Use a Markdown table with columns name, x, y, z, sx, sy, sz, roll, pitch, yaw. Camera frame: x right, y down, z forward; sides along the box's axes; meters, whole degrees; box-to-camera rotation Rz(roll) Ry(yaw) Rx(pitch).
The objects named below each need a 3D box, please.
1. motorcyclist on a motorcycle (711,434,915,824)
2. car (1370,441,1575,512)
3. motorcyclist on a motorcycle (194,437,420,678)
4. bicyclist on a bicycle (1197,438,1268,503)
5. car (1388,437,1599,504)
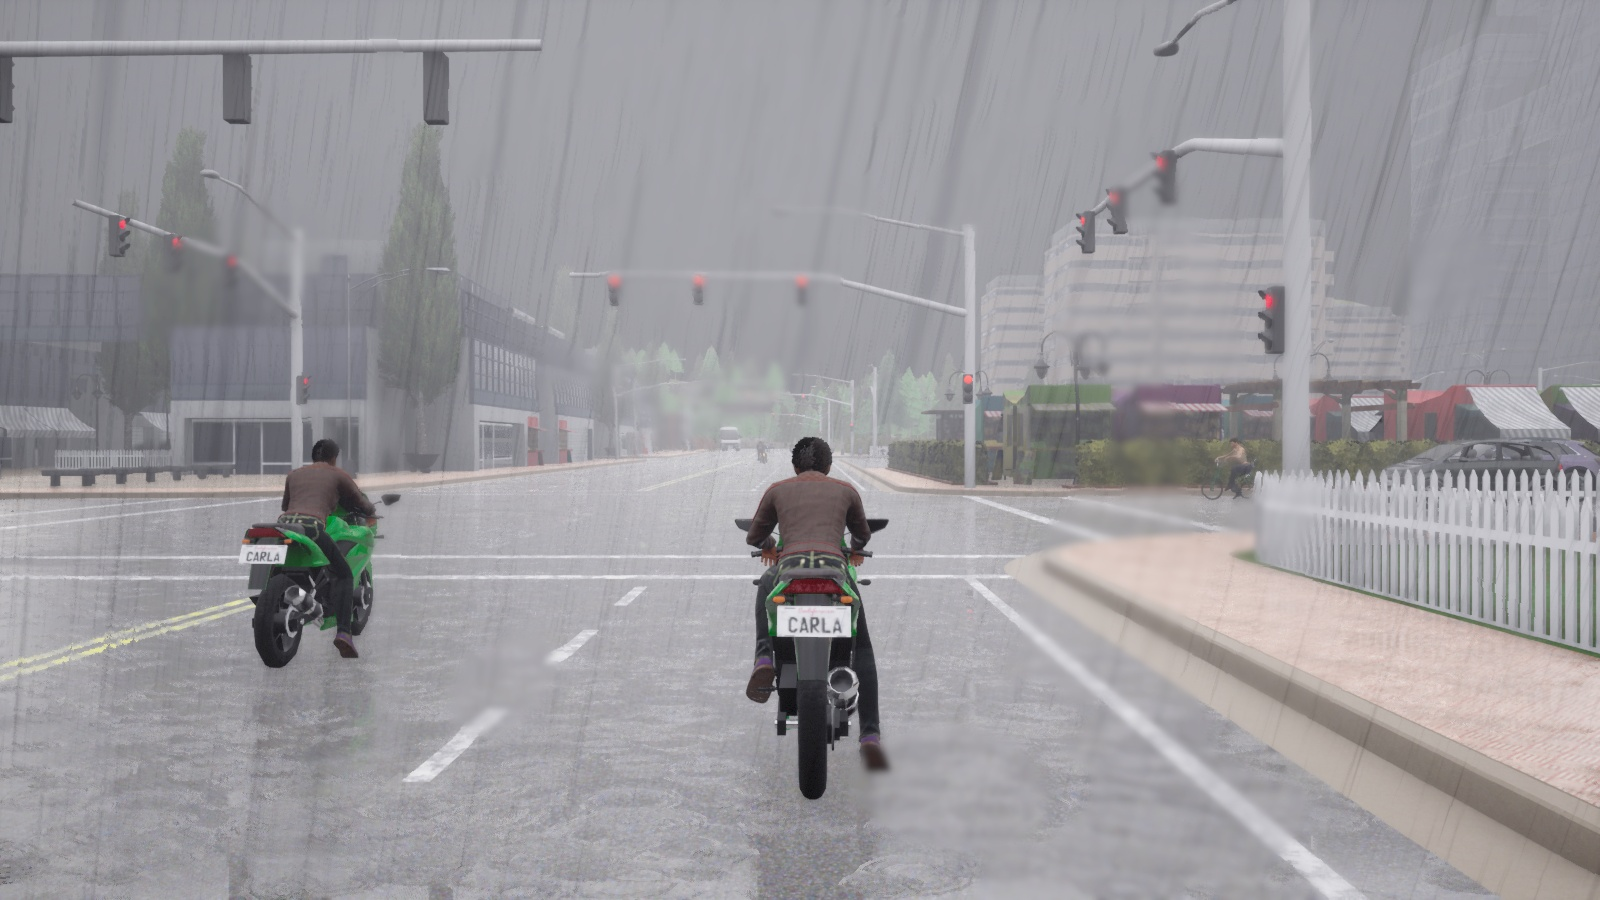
| name | x | y | z | sx | sy | sz | roll | pitch | yaw |
| --- | --- | --- | --- | --- | --- | --- | --- | --- | --- |
| motorcyclist on a motorcycle | 0.056 | 0.695 | 5.932 | 0.797 | 1.523 | 2.044 | 0 | 0 | 0 |
| car | 15.225 | 0.576 | 28.550 | 3.705 | 1.549 | 1.789 | 0 | 0 | -1 |
| motorcyclist on a motorcycle | -3.424 | 0.675 | 8.958 | 0.797 | 1.523 | 2.044 | 0 | 0 | 0 |
| bicyclist on a bicycle | 11.005 | 0.511 | 31.967 | 1.509 | 1.612 | 0.866 | 0 | 0 | -1 |
| car | 17.933 | 0.510 | 32.101 | 4.856 | 1.649 | 2.033 | 0 | 0 | -1 |
